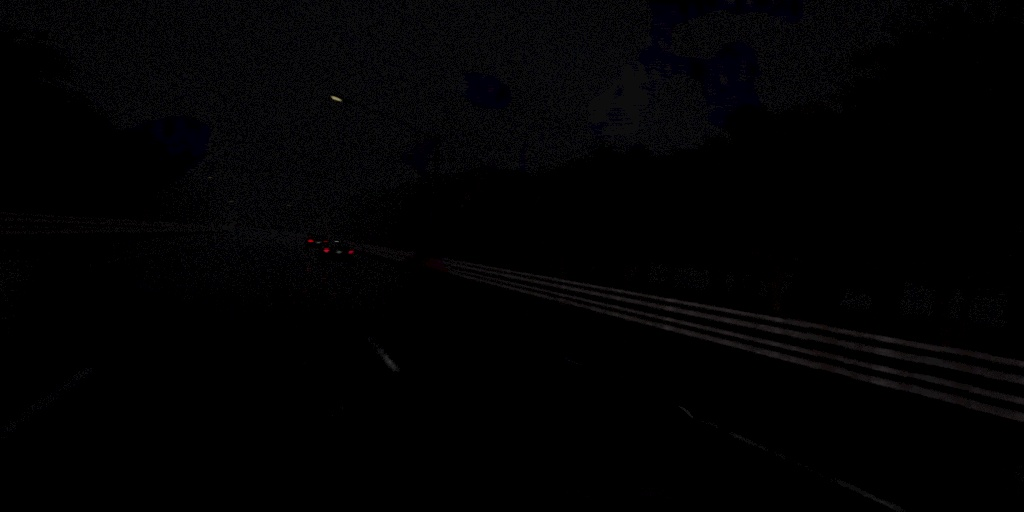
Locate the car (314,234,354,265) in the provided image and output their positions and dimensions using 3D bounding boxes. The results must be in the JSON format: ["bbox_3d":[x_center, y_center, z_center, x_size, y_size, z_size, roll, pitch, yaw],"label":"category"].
[{"bbox_3d":[-13.152,-0.394,26.722,2.097,1.767,4.553,7,0,-33],"label":"car"}]

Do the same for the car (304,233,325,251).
[{"bbox_3d":[-22.251,-1.555,40.796,2.150,2.045,5.566,7,0,-33],"label":"car"}]
